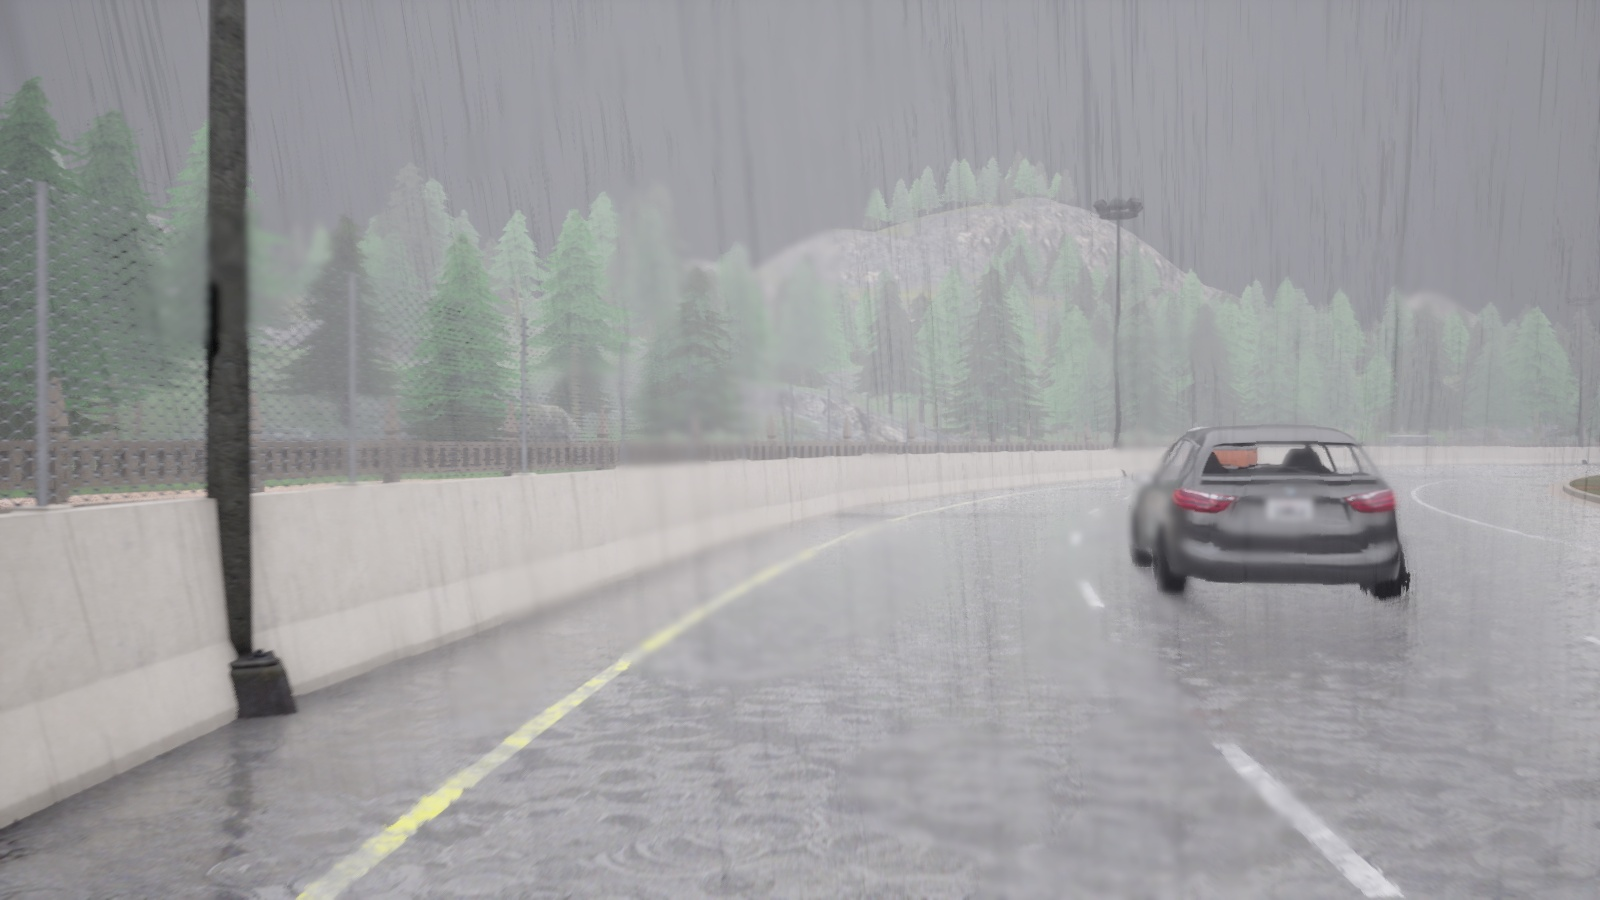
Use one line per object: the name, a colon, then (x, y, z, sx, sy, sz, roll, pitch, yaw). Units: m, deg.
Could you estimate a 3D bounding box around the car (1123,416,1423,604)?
car: (4.833, 0.521, 13.613, 2.242, 1.667, 4.611, 0, 0, 10)
